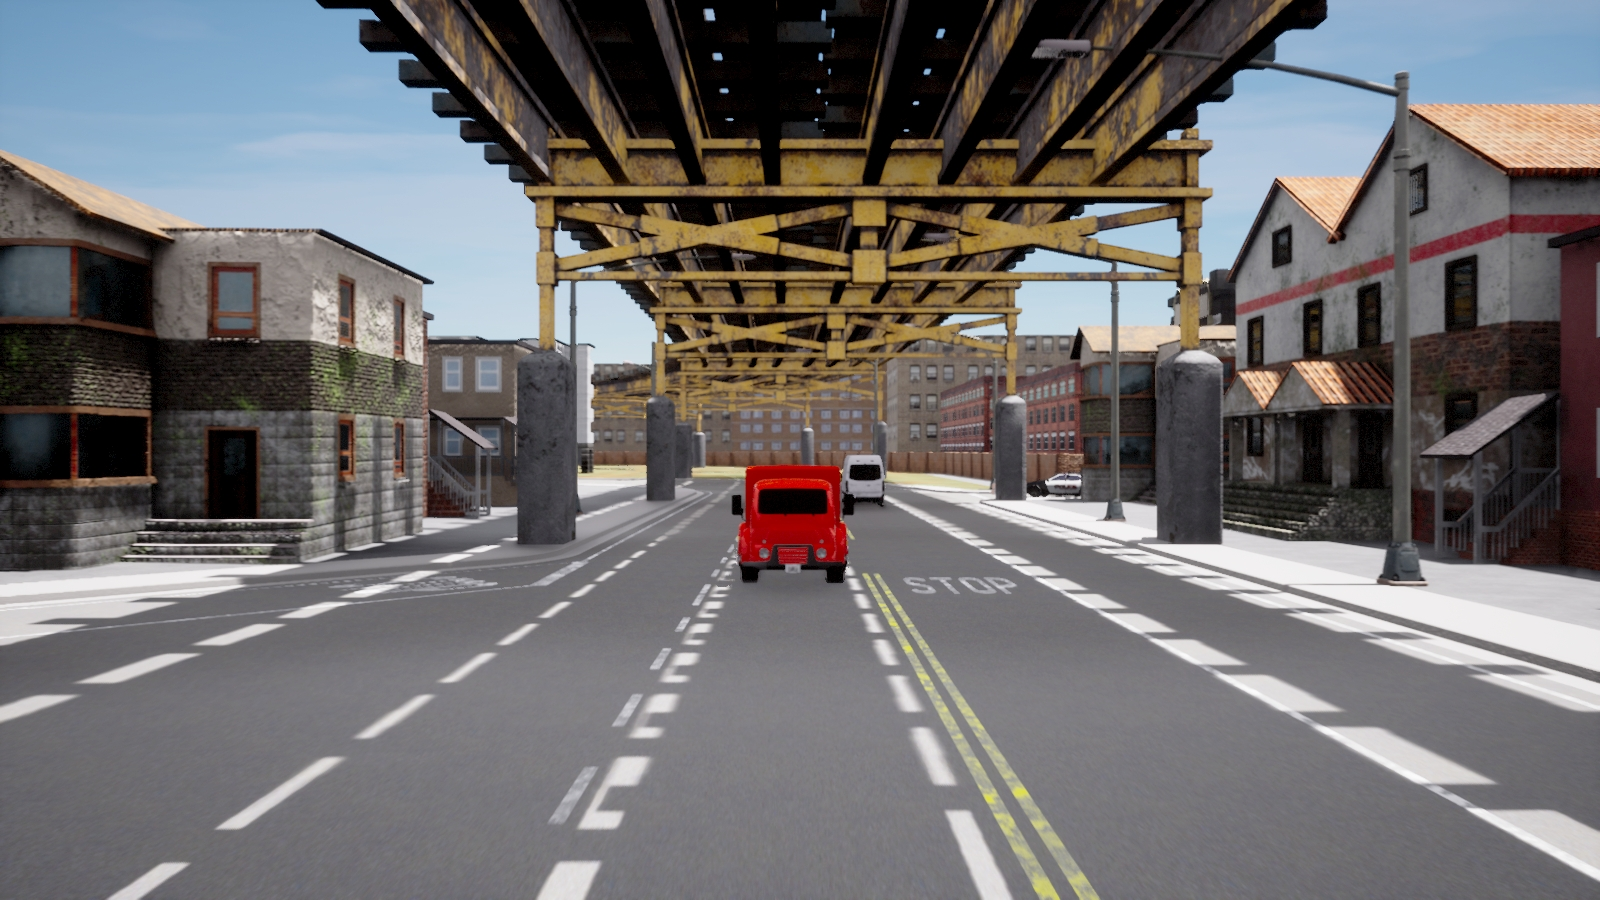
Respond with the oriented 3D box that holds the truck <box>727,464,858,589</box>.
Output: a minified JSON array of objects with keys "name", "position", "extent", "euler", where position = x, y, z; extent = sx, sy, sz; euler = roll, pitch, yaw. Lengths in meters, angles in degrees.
[{"name":"truck","position":[-0.162,1.573,25.546],"extent":[2.627,2.467,5.204],"euler":[0,0,0]}]

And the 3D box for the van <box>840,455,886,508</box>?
[{"name":"van","position":[3.186,1.533,58.764],"extent":[1.988,2.561,5.915],"euler":[0,0,0]}]
